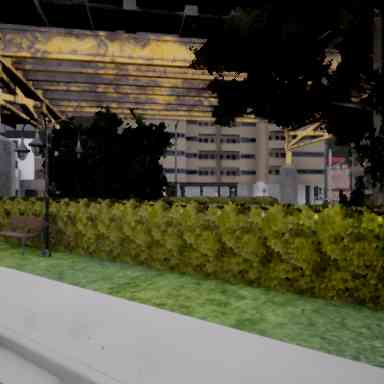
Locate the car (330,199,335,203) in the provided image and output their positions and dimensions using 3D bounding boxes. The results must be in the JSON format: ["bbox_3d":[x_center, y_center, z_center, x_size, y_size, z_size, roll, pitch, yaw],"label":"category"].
[{"bbox_3d":[14.837,1.505,34.900,4.892,1.490,1.837,0,0,-9],"label":"car"}]
